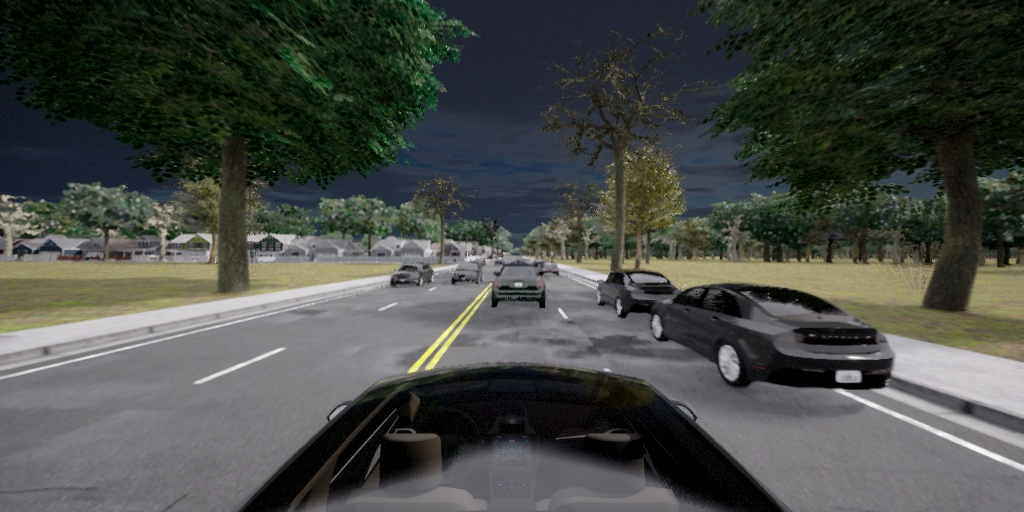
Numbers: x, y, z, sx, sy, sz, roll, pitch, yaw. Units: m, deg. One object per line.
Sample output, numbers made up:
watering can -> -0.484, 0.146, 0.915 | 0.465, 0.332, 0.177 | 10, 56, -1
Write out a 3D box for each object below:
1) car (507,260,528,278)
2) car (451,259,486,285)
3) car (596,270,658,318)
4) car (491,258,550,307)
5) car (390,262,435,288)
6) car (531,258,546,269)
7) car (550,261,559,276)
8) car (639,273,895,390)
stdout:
car -> 0.541, 1.189, 34.744 | 1.837, 1.490, 4.892 | 0, 0, 1
car -> -3.045, 1.183, 25.169 | 1.837, 1.490, 4.892 | 0, 0, 1
car -> 4.359, 1.255, 12.938 | 1.837, 1.490, 4.892 | 0, 0, 1
car -> 0.270, 1.071, 15.337 | 2.097, 1.767, 4.553 | 0, 0, 1
car -> -6.324, 1.166, 23.193 | 1.837, 1.490, 4.892 | 0, 0, 1
car -> 3.964, 1.149, 54.132 | 1.882, 1.535, 5.008 | 0, 0, 1
car -> 3.775, 1.248, 37.157 | 2.033, 1.411, 5.357 | 0, 0, 1
car -> 4.274, 1.269, 6.938 | 1.837, 1.490, 4.892 | 0, 0, 1
